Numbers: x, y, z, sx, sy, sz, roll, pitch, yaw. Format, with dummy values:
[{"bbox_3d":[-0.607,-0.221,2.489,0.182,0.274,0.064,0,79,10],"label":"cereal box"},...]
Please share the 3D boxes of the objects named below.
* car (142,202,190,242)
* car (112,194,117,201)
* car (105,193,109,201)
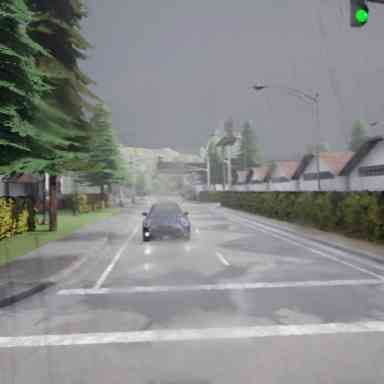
[{"bbox_3d":[-1.270,1.310,16.074,2.097,1.767,4.553,-1,0,-5],"label":"car"},{"bbox_3d":[-19.176,1.392,73.249,3.806,1.475,1.970,-1,0,-6],"label":"car"},{"bbox_3d":[-19.470,1.127,69.880,3.866,1.878,1.905,-1,0,-6],"label":"car"}]
